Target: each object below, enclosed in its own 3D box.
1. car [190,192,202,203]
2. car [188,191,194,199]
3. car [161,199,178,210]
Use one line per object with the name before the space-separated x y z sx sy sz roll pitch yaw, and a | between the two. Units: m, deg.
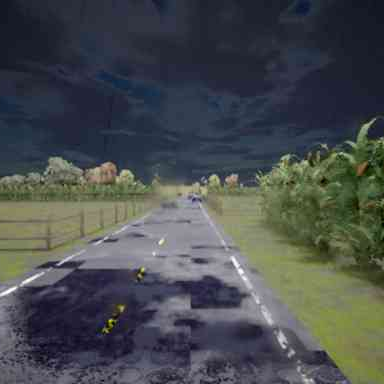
car | 0.965 1.351 68.409 1.882 1.535 5.008 0 0 0
car | 0.004 1.156 87.283 1.882 1.535 5.008 0 0 0
car | -2.839 1.532 42.162 1.895 1.301 4.718 0 0 0
